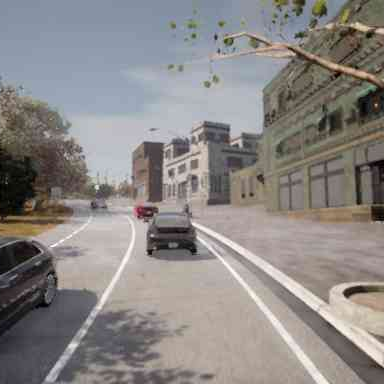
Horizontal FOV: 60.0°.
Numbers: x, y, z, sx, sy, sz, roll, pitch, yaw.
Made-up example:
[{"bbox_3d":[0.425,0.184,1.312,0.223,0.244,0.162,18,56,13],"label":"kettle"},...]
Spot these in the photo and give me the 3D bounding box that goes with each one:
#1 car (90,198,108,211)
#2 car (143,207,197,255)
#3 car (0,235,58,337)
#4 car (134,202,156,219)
[{"bbox_3d":[-12.345,1.613,44.023,2.128,1.511,4.902,2,-1,-22],"label":"car"},{"bbox_3d":[-0.917,1.567,13.661,1.837,1.490,4.892,1,0,-7],"label":"car"},{"bbox_3d":[-3.622,1.522,5.121,1.837,1.490,4.892,0,0,-3],"label":"car"},{"bbox_3d":[-4.386,1.649,31.283,1.882,1.535,5.008,1,-1,-15],"label":"car"}]
